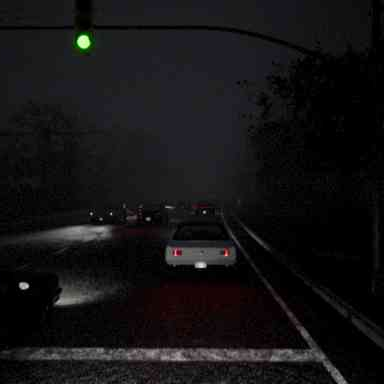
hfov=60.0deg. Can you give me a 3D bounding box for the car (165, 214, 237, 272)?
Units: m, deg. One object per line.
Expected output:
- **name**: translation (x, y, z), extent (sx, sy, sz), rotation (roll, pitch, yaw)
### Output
- **car**: translation (0.284, 1.619, 10.879), extent (1.895, 1.301, 4.718), rotation (0, 0, 1)

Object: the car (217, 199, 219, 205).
- **car**: translation (3.773, 1.659, 59.124), extent (1.994, 1.385, 4.181), rotation (0, 0, 8)

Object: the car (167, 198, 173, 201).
- **car**: translation (-3.938, 1.647, 53.668), extent (1.994, 1.385, 4.181), rotation (0, 0, 6)

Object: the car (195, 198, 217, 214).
- **car**: translation (1.301, 1.557, 32.378), extent (1.837, 1.490, 4.892), rotation (0, 0, 4)

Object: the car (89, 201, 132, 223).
- **car**: translation (-6.318, 1.639, 25.756), extent (1.895, 1.301, 4.718), rotation (0, 0, 3)

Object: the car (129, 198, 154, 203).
- **car**: translation (-5.734, 1.405, 34.708), extent (2.097, 1.767, 4.553), rotation (0, 0, 4)

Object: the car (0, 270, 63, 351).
- **car**: translation (-3.349, 1.553, 3.752), extent (2.033, 1.411, 5.357), rotation (0, 0, 1)

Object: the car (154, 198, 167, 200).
- **car**: translation (-4.975, 1.572, 43.663), extent (1.837, 1.490, 4.892), rotation (0, 0, 6)

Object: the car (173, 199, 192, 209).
- **car**: translation (-1.072, 1.673, 46.172), extent (1.895, 1.301, 4.718), rotation (0, 0, 5)

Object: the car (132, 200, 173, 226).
- **car**: translation (-2.716, 1.562, 23.803), extent (1.812, 1.442, 4.674), rotation (0, 0, 3)
